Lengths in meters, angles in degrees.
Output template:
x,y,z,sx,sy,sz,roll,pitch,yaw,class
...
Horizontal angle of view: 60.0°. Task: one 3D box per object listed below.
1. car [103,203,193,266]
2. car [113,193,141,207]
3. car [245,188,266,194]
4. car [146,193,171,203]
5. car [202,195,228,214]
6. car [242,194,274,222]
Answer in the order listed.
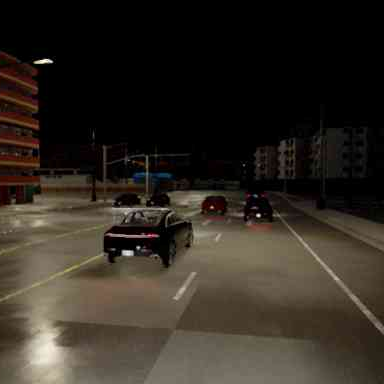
x,y,z,sx,sy,sz,roll,pitch,yaw,class
-1.208,1.321,10.936,2.128,1.511,4.902,0,1,10,car
-7.187,0.907,37.497,1.837,1.490,4.892,0,1,11,car
7.657,0.552,40.089,2.150,2.045,5.566,0,1,10,car
-3.693,0.909,37.124,1.837,1.490,4.892,0,1,11,car
2.035,1.036,28.742,1.882,1.535,5.008,0,1,10,car
4.537,1.151,22.940,1.837,1.490,4.892,0,1,10,car
